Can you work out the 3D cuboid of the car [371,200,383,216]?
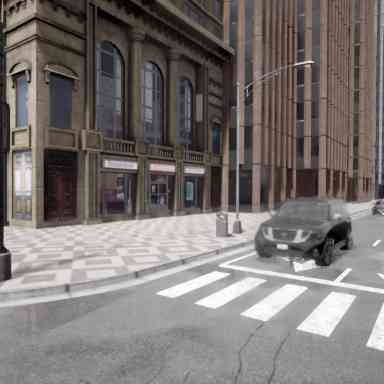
[{"bbox_3d":[18.735,1.561,32.348,1.837,1.490,4.892,1,1,35],"label":"car"}]

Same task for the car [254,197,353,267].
[{"bbox_3d":[4.253,1.245,12.011,2.150,2.045,5.566,1,1,35],"label":"car"}]
